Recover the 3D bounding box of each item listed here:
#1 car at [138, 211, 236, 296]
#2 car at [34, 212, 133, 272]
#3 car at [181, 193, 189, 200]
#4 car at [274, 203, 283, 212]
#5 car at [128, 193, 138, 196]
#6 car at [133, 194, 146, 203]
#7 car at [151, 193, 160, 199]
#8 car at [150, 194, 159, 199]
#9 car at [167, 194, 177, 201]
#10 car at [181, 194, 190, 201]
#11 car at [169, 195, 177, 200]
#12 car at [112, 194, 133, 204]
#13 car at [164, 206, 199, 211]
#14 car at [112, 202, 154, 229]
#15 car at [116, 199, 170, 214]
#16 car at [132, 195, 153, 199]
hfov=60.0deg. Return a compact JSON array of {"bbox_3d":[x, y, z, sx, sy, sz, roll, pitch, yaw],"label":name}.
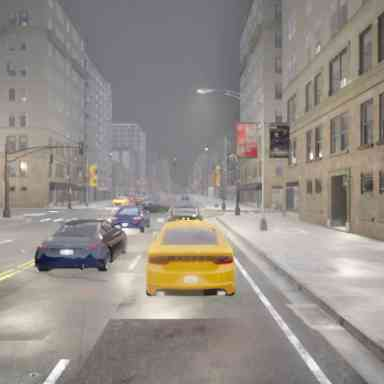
[{"bbox_3d":[-0.054,1.477,8.670,1.882,1.535,5.008,0,0,-1],"label":"car"},{"bbox_3d":[-3.356,1.564,10.808,1.994,1.385,4.181,0,0,-1],"label":"car"},{"bbox_3d":[-1.887,1.232,90.712,2.097,1.767,4.553,0,0,-1],"label":"car"},{"bbox_3d":[11.597,1.560,36.927,4.892,1.490,1.837,0,0,-1],"label":"car"},{"bbox_3d":[-11.073,1.232,61.148,2.150,2.045,5.566,0,0,-1],"label":"car"},{"bbox_3d":[-11.225,1.367,71.139,2.097,1.767,4.553,0,0,-1],"label":"car"},{"bbox_3d":[-7.978,1.237,71.294,2.150,2.045,5.566,0,0,-1],"label":"car"},{"bbox_3d":[-7.815,1.559,60.842,2.033,1.411,5.357,0,0,-1],"label":"car"},{"bbox_3d":[-4.924,1.362,80.643,2.097,1.767,4.553,0,0,-1],"label":"car"},{"bbox_3d":[-1.675,1.362,80.711,2.097,1.767,4.553,0,0,-1],"label":"car"},{"bbox_3d":[-5.137,1.417,90.674,2.033,1.411,5.357,0,0,-1],"label":"car"},{"bbox_3d":[-10.898,1.488,51.215,1.882,1.535,5.008,0,0,-1],"label":"car"},{"bbox_3d":[-0.355,1.506,18.151,1.837,1.490,4.892,0,0,-1],"label":"car"},{"bbox_3d":[-3.535,1.527,19.550,1.812,1.442,4.674,0,0,-1],"label":"car"},{"bbox_3d":[-4.545,1.601,31.925,1.895,1.301,4.718,0,0,43],"label":"car"},{"bbox_3d":[-7.645,1.612,51.177,1.895,1.301,4.718,0,0,-1],"label":"car"}]
